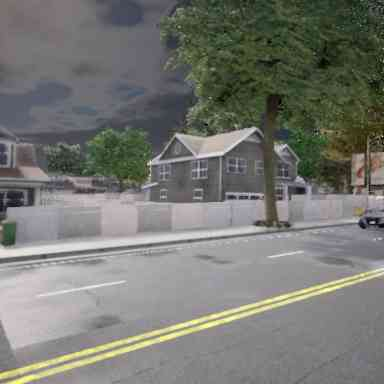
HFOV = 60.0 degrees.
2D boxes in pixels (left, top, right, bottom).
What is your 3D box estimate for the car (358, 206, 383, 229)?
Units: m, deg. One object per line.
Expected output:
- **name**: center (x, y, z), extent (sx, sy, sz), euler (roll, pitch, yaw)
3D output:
- **car**: center (11.941, 1.558, 20.164), extent (4.181, 1.385, 1.994), euler (0, 0, -35)
